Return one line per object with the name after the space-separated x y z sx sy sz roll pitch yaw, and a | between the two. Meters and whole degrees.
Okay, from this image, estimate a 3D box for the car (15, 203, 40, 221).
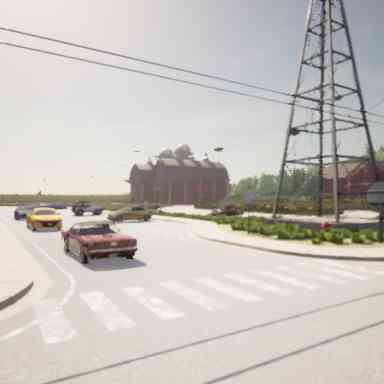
-17.739 2.218 35.392 2.033 1.411 5.357 1 -1 -32 | car

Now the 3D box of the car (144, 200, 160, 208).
-7.684 2.420 58.791 4.605 1.855 1.932 1 -1 -32 | car

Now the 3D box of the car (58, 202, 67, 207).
-26.338 2.683 63.702 4.611 1.667 2.242 1 -1 -32 | car

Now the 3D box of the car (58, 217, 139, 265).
-3.736 1.850 13.033 1.895 1.301 4.718 1 -1 -31 | car

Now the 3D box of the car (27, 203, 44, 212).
-26.710 2.616 56.560 2.033 1.411 5.357 1 -1 -32 | car

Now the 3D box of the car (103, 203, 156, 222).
-5.973 2.111 31.989 4.193 1.474 1.816 1 -1 -32 | car

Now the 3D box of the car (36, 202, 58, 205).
-21.193 2.395 47.794 2.128 1.511 4.902 1 -1 -32 | car

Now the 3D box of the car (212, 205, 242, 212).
4.327 2.272 39.788 3.905 1.438 1.784 1 -1 -32 | car

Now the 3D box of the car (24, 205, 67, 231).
-10.831 1.941 24.377 1.882 1.535 5.008 1 -1 -32 | car

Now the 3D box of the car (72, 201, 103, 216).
-13.568 2.129 43.145 3.866 1.878 1.905 1 -1 -32 | car
